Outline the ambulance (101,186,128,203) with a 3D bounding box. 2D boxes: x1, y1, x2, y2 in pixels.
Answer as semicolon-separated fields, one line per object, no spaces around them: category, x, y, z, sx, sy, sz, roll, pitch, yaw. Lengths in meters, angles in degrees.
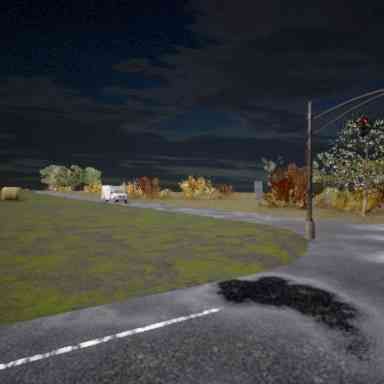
ambulance;-11.655;0.330;50.191;2.351;2.431;6.366;2;0;-32
